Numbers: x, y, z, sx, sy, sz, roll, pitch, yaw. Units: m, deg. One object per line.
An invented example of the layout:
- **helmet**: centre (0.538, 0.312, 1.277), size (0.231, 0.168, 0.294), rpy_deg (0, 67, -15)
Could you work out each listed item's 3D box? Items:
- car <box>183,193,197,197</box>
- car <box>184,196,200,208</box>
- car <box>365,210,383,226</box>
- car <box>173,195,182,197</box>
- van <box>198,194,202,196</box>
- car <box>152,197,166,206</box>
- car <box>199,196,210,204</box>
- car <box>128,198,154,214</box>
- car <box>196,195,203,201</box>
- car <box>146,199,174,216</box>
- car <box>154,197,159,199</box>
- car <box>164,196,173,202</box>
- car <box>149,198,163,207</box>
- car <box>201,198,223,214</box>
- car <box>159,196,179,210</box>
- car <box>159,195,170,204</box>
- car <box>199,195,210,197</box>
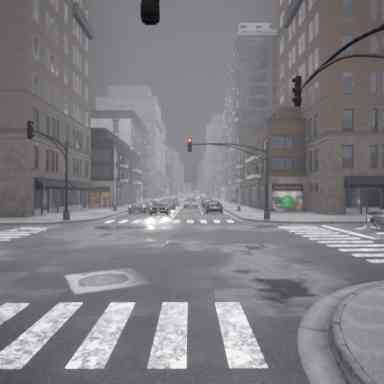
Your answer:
- **car**: centre (-0.236, 1.634, 73.810), size (2.128, 1.511, 4.902), rpy_deg (0, 0, 0)
- **car**: centre (-0.173, 1.652, 48.819), size (1.895, 1.301, 4.718), rpy_deg (0, 0, 0)
- **car**: centre (13.373, 1.438, 20.561), size (4.902, 1.511, 2.128), rpy_deg (0, 0, 0)
- **car**: centre (-3.106, 1.624, 53.358), size (1.994, 1.385, 4.181), rpy_deg (0, 0, 0)
- **van**: centre (2.377, 1.411, 58.089), size (1.690, 1.788, 3.998), rpy_deg (0, 0, 0)
- **car**: centre (-5.648, 1.621, 58.100), size (2.008, 1.369, 4.403), rpy_deg (0, 0, 0)
- **car**: centre (2.361, 1.631, 47.067), size (1.802, 1.307, 4.206), rpy_deg (0, 0, 0)
- **car**: centre (-5.680, 1.472, 36.057), size (1.967, 1.590, 4.097), rpy_deg (0, 0, 0)
- **car**: centre (2.014, 1.678, 90.014), size (1.812, 1.442, 4.674), rpy_deg (0, 0, 0)
- **car**: centre (-3.147, 1.629, 33.421), size (1.895, 1.301, 4.718), rpy_deg (0, 0, 0)
- **car**: centre (-5.672, 1.480, 41.568), size (1.967, 1.590, 4.097), rpy_deg (0, 0, 0)
- **car**: centre (-5.616, 1.676, 80.143), size (2.008, 1.369, 4.403), rpy_deg (0, 0, 0)
- **car**: centre (-5.656, 1.641, 52.589), size (1.802, 1.307, 4.206), rpy_deg (0, 0, 0)
- **car**: centre (2.345, 1.598, 36.045), size (1.947, 1.339, 4.313), rpy_deg (0, 0, 0)
- **car**: centre (-3.128, 1.607, 43.399), size (1.994, 1.385, 4.181), rpy_deg (0, 0, 1)
- **car**: centre (-5.632, 1.536, 69.122), size (1.967, 1.590, 4.097), rpy_deg (0, 0, 0)
- **car**: centre (2.369, 1.625, 52.578), size (1.947, 1.339, 4.313), rpy_deg (0, 0, 0)
